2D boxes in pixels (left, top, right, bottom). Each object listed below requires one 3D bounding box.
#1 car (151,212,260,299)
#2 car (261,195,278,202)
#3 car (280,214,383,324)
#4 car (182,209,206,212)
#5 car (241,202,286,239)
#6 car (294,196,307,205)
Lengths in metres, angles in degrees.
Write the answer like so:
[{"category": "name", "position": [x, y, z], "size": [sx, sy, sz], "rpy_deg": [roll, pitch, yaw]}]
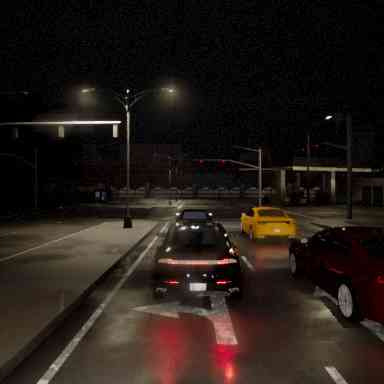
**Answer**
[{"category": "car", "position": [0.104, 1.492, 8.399], "size": [2.128, 1.511, 4.902], "rpy_deg": [0, 0, 0]}, {"category": "car", "position": [13.240, 1.295, 56.738], "size": [2.242, 1.667, 4.611], "rpy_deg": [0, 0, 0]}, {"category": "car", "position": [3.603, 1.478, 7.238], "size": [1.882, 1.535, 5.008], "rpy_deg": [0, 0, 0]}, {"category": "car", "position": [0.111, 1.564, 17.168], "size": [1.994, 1.385, 4.181], "rpy_deg": [0, 0, -1]}, {"category": "car", "position": [3.610, 1.478, 16.490], "size": [1.882, 1.535, 5.008], "rpy_deg": [0, 0, 0]}, {"category": "car", "position": [18.986, 1.456, 57.497], "size": [1.970, 1.475, 3.806], "rpy_deg": [0, 0, 0]}]
